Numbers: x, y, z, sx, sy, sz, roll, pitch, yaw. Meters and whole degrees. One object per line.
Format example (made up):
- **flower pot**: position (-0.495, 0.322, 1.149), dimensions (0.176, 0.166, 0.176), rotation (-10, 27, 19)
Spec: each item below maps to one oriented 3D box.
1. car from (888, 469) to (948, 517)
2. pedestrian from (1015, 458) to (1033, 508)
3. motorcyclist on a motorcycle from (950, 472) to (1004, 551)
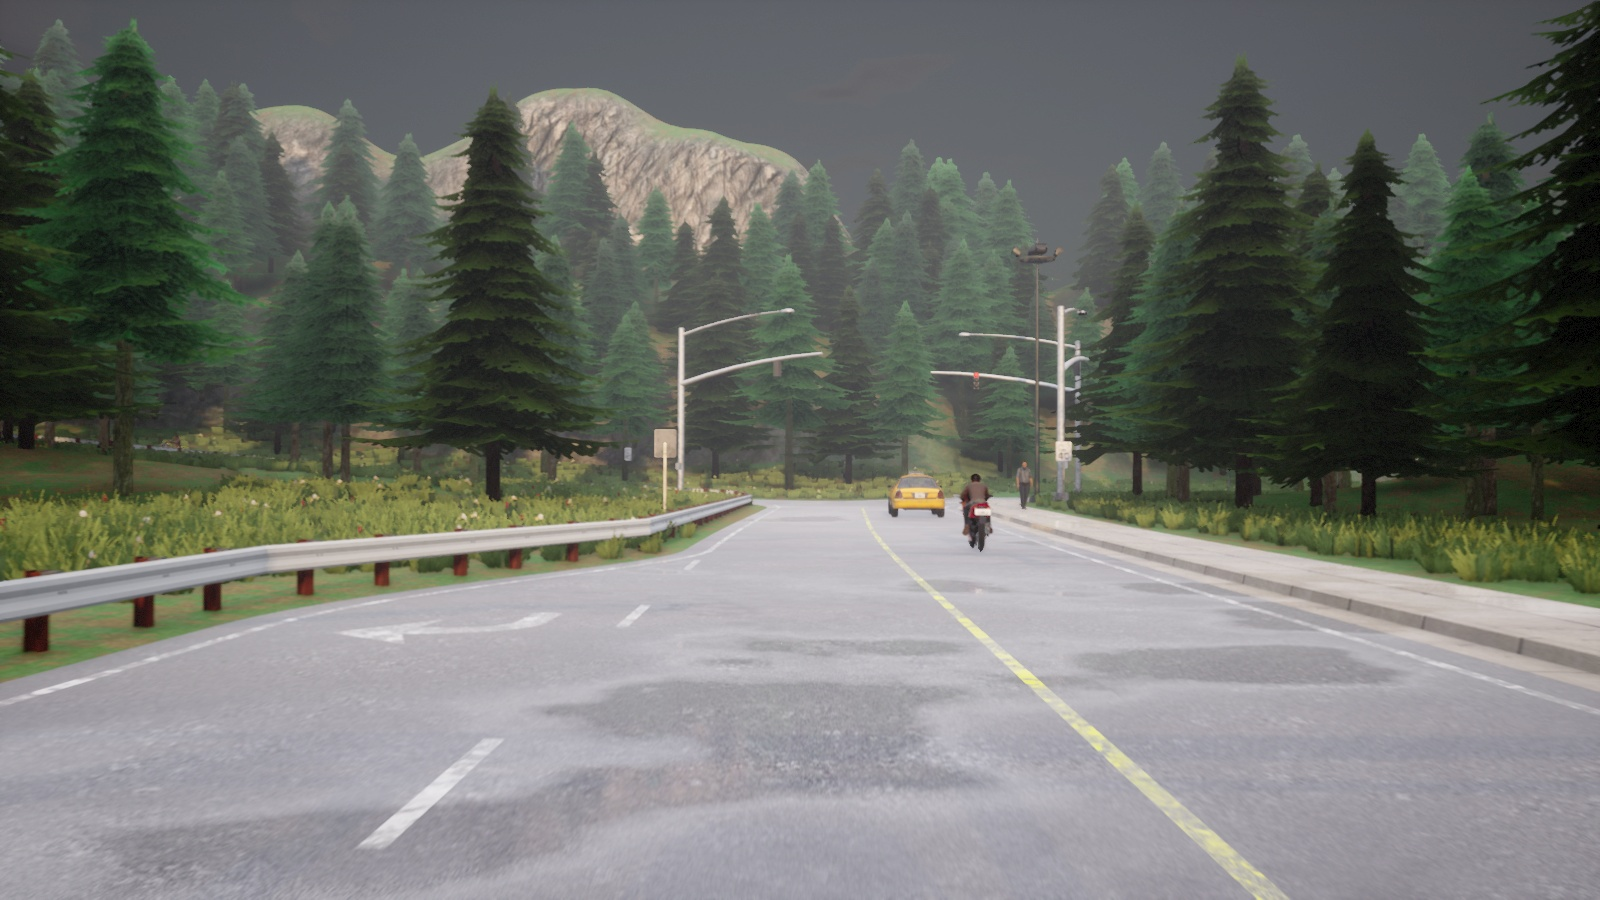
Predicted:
- **car**: position (4.062, 1.467, 43.886), dimensions (1.801, 1.575, 5.366), rotation (0, -1, 2)
- **pedestrian**: position (8.388, 1.225, 47.033), dimensions (0.540, 1.848, 0.694), rotation (0, -1, -2)
- **motorcyclist on a motorcycle**: position (3.522, 1.200, 25.160), dimensions (0.797, 1.523, 2.044), rotation (0, -1, 1)
